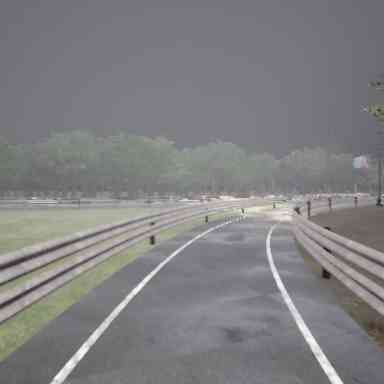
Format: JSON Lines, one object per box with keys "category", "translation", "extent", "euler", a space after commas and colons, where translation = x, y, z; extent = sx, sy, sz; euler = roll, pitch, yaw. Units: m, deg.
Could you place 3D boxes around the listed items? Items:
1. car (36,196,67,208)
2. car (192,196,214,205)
{"category": "car", "translation": [-21.219, 1.341, 50.063], "extent": [4.553, 1.767, 2.097], "euler": [0, 0, -26]}
{"category": "car", "translation": [1.446, 1.466, 60.908], "extent": [5.357, 1.411, 2.033], "euler": [-1, 1, -26]}
